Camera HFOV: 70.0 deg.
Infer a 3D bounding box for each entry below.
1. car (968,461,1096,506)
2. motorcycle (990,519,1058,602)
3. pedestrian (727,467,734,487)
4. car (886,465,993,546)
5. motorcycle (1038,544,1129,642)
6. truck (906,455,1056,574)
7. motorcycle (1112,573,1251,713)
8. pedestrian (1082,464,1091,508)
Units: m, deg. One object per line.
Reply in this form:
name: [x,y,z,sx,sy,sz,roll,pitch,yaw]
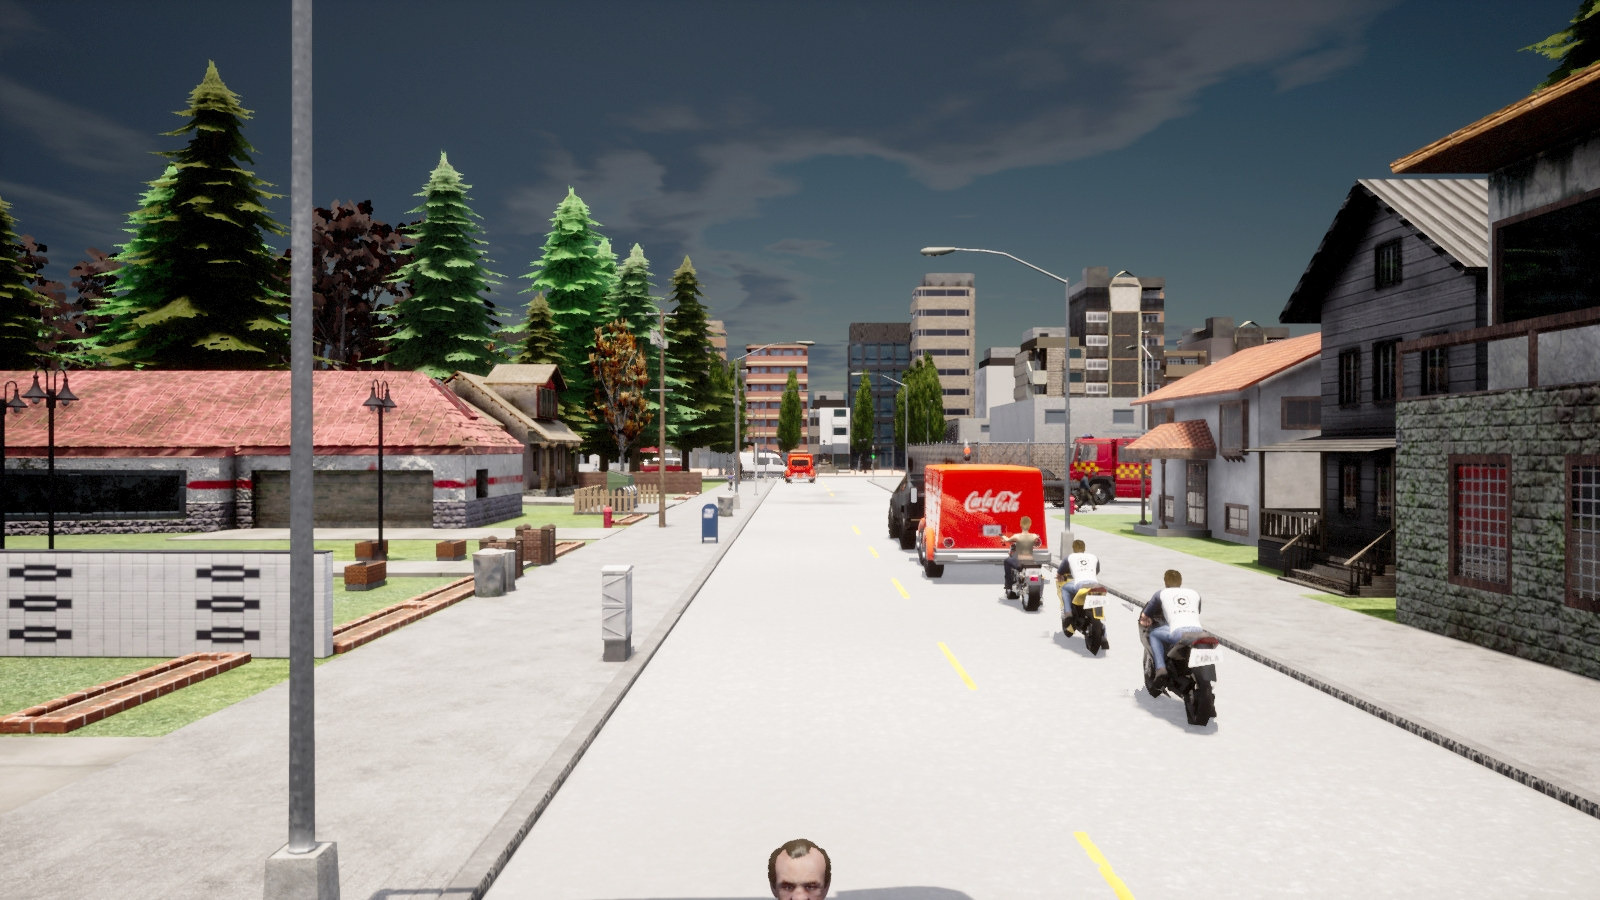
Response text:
car: [10.924,1.559,53.997,5.566,2.045,2.150,0,0,-7]
motorcycle: [3.997,1.950,20.606,0.764,1.277,2.356,0,0,0]
pedestrian: [-4.599,1.803,75.579,0.375,1.300,0.375,0,0,3]
car: [3.989,1.534,33.871,2.390,2.098,6.274,0,0,0]
motorcycle: [3.995,1.993,16.270,0.803,1.145,2.033,0,0,0]
truck: [3.998,1.348,26.317,2.627,2.467,5.204,0,0,0]
motorcycle: [3.999,1.993,12.154,0.803,1.145,2.033,0,0,0]
pedestrian: [12.261,1.525,48.958,0.375,1.860,0.375,0,0,13]
